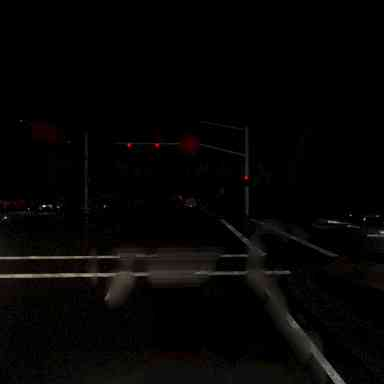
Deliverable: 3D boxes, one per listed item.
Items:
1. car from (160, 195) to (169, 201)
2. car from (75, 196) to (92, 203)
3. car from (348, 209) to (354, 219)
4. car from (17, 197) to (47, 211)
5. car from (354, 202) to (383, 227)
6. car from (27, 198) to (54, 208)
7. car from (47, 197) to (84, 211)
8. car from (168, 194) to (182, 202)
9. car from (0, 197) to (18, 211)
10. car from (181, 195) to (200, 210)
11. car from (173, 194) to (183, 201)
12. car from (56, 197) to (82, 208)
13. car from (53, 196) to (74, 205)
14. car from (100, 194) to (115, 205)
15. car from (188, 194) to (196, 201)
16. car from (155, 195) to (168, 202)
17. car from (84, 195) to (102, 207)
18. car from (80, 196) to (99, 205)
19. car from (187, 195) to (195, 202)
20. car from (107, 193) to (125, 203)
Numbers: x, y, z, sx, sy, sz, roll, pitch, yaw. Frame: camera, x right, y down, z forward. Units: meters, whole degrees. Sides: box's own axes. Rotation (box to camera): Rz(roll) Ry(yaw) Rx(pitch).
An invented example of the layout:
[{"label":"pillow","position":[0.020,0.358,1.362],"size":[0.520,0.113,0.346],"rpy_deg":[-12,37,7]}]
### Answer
[{"label":"car","position":[-6.984,1.465,84.536],"size":[1.812,1.442,4.674],"rpy_deg":[0,0,1]},{"label":"car","position":[-22.193,1.594,68.019],"size":[1.895,1.301,4.718],"rpy_deg":[0,0,0]},{"label":"car","position":[14.313,1.505,24.890],"size":[4.892,1.490,1.837],"rpy_deg":[0,0,1]},{"label":"car","position":[-18.753,1.547,40.857],"size":[2.033,1.411,5.357],"rpy_deg":[0,0,0]},{"label":"car","position":[13.562,1.491,21.398],"size":[4.902,1.511,2.128],"rpy_deg":[0,0,0]},{"label":"car","position":[-22.237,1.564,48.994],"size":[1.994,1.385,4.181],"rpy_deg":[0,0,0]},{"label":"car","position":[-15.215,1.491,40.307],"size":[2.128,1.511,4.902],"rpy_deg":[0,0,0]},{"label":"car","position":[-3.671,1.551,74.595],"size":[1.994,1.385,4.181],"rpy_deg":[0,0,1]},{"label":"car","position":[-22.215,1.352,40.363],"size":[2.097,1.767,4.553],"rpy_deg":[0,0,0]},{"label":"car","position":[-0.125,1.525,43.174],"size":[1.812,1.442,4.674],"rpy_deg":[0,0,0]},{"label":"car","position":[-3.486,1.296,84.424],"size":[2.097,1.767,4.553],"rpy_deg":[0,0,1]},{"label":"car","position":[-18.742,1.547,50.928],"size":[2.033,1.411,5.357],"rpy_deg":[0,0,0]},{"label":"car","position":[-22.231,1.525,57.735],"size":[1.812,1.442,4.674],"rpy_deg":[0,0,0]},{"label":"car","position":[-15.242,1.564,57.620],"size":[1.994,1.385,4.181],"rpy_deg":[0,0,0]},{"label":"car","position":[0.014,1.419,84.372],"size":[1.882,1.535,5.008],"rpy_deg":[0,0,1]},{"label":"car","position":[-7.174,1.536,74.175],"size":[2.033,1.411,5.357],"rpy_deg":[0,0,1]},{"label":"car","position":[-15.236,1.564,49.210],"size":[1.994,1.385,4.181],"rpy_deg":[0,0,0]},{"label":"car","position":[-18.729,1.505,61.043],"size":[1.837,1.490,4.892],"rpy_deg":[0,0,0]},{"label":"car","position":[-0.174,1.521,74.192],"size":[1.812,1.442,4.674],"rpy_deg":[0,0,1]},{"label":"car","position":[-15.195,1.225,68.101],"size":[2.150,2.045,5.566],"rpy_deg":[0,0,0]}]
